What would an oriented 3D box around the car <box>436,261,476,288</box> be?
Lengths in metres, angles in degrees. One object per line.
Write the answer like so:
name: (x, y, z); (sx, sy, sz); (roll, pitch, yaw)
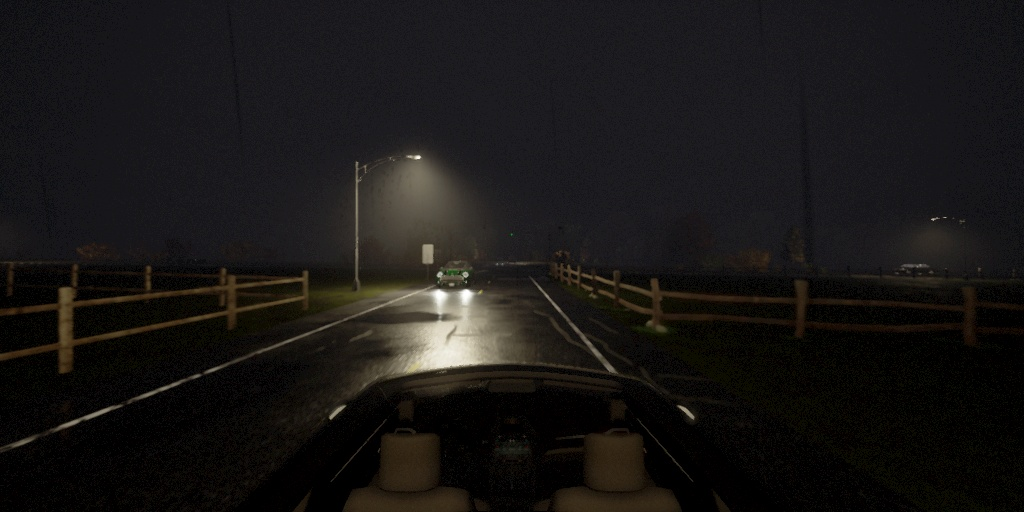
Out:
car: (-3.589, 1.115, 23.625); (2.097, 1.767, 4.553); (0, 0, 0)
